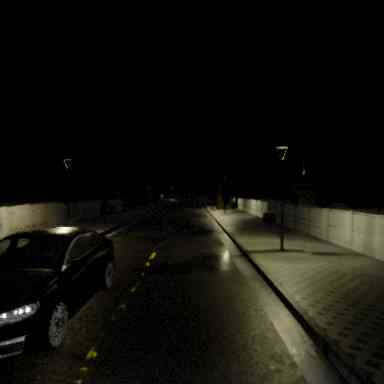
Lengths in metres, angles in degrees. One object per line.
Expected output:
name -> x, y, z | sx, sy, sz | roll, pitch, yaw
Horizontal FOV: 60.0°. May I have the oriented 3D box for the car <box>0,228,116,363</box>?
car -> -2.793, 1.493, 6.259 | 2.128, 1.511, 4.902 | 0, 0, 1
